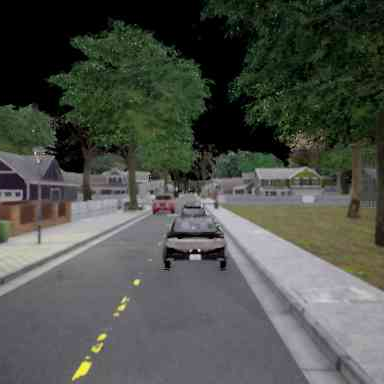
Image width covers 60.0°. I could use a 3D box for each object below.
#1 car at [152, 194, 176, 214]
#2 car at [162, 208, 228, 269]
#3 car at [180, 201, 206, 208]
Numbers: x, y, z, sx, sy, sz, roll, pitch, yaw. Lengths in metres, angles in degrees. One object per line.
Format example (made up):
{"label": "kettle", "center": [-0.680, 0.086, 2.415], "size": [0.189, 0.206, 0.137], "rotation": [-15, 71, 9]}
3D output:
{"label": "car", "center": [-2.838, 1.206, 34.802], "size": [2.150, 2.045, 5.566], "rotation": [0, 0, 0]}
{"label": "car", "center": [0.093, 1.486, 11.069], "size": [2.128, 1.511, 4.902], "rotation": [0, 0, 0]}
{"label": "car", "center": [0.096, 1.479, 26.755], "size": [2.128, 1.511, 4.902], "rotation": [0, 0, 0]}
